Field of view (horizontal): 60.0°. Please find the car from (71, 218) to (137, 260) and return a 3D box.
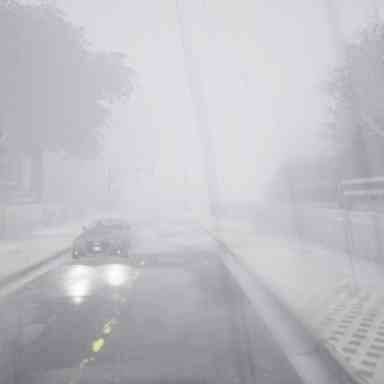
[{"bbox_3d":[-3.312,1.744,13.176,1.994,1.385,4.181,0,-1,-4],"label":"car"}]
